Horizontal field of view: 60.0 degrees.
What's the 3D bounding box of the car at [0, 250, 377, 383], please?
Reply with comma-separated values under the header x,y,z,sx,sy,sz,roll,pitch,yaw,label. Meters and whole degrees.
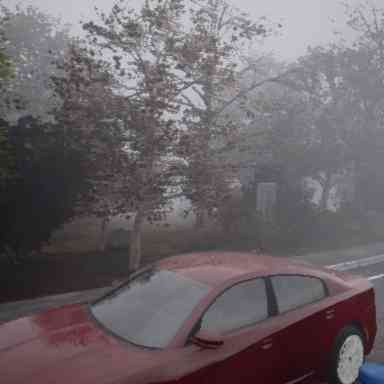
x,y,z,sx,sy,sz,roll,pitch,yaw,label
0.135,1.501,3.778,5.008,1.535,1.882,1,0,-35,car
